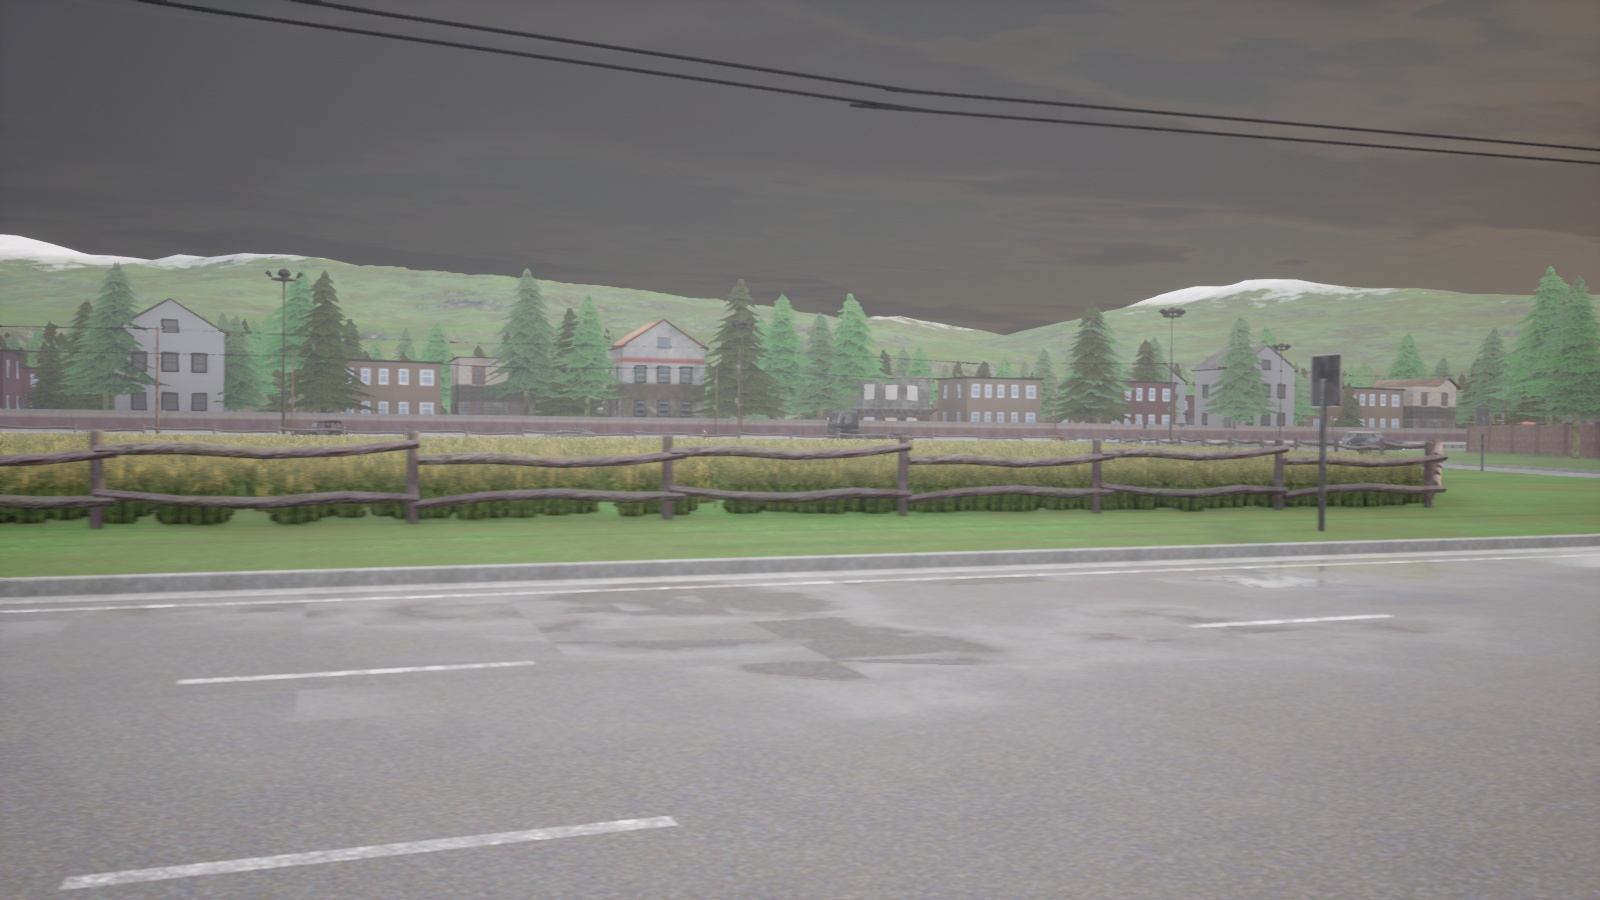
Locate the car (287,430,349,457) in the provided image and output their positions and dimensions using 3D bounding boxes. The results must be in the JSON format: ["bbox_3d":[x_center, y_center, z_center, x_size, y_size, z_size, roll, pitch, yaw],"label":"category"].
[{"bbox_3d":[-34.746,-0.504,90.548,3.866,1.878,1.905,-1,1,-35],"label":"car"}]
